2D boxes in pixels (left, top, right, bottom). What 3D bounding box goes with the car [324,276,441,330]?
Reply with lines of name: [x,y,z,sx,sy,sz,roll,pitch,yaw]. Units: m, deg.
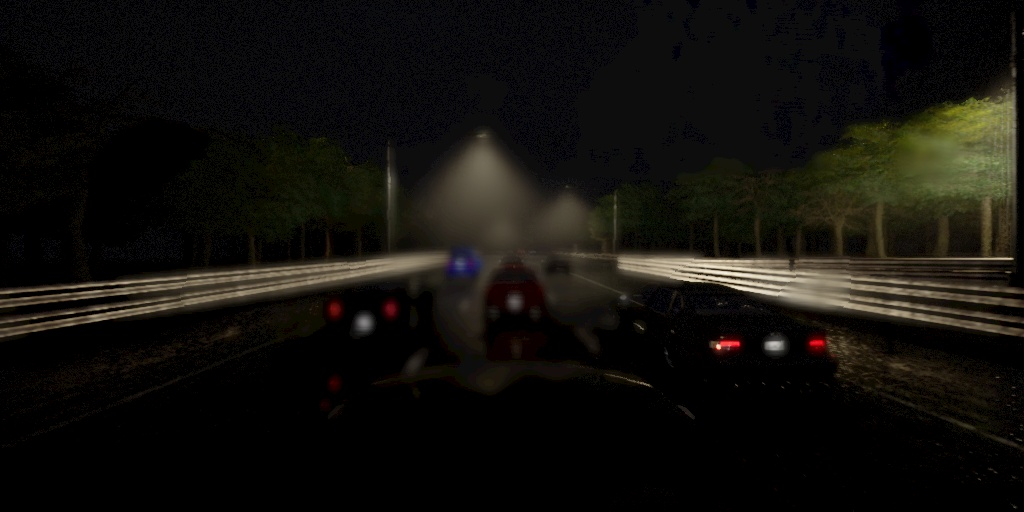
car: [-3.420,1.236,10.546,1.895,1.301,4.718,0,1,0]

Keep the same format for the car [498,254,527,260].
car: [0.089,0.824,28.874,1.882,1.535,5.008,0,1,0]

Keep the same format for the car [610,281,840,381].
car: [3.566,1.225,7.343,2.033,1.411,5.357,0,1,0]

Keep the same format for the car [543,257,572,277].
car: [3.589,0.825,28.839,1.882,1.535,5.008,0,1,0]

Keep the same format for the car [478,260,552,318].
car: [0.084,1.088,12.350,1.882,1.535,5.008,0,1,0]

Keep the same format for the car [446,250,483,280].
car: [-3.415,0.611,26.337,2.150,2.045,5.566,0,1,0]
